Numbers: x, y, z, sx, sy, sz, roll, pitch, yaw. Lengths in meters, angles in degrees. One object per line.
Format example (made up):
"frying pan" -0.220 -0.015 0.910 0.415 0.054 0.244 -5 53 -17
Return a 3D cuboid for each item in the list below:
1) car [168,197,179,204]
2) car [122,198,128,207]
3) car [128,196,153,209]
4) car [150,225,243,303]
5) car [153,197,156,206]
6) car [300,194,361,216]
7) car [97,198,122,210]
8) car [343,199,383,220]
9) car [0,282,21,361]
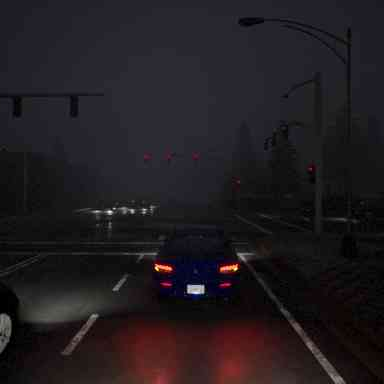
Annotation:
"car" -3.487 1.564 62.707 1.994 1.385 4.181 0 0 0
"car" -10.659 1.601 51.384 1.895 1.301 4.718 0 0 0
"car" -7.159 1.352 46.346 2.097 1.767 4.553 0 0 0
"car" 0.129 1.526 8.082 1.812 1.442 4.674 0 0 2
"car" -7.148 1.505 55.487 1.837 1.490 4.892 0 0 0
"car" 13.055 1.222 31.104 5.566 2.045 2.150 0 0 0
"car" -10.654 1.526 42.285 1.812 1.442 4.674 0 0 0
"car" 15.878 1.547 27.606 5.357 1.411 2.033 0 0 0
"car" -3.442 1.505 2.947 1.837 1.490 4.892 0 0 0
